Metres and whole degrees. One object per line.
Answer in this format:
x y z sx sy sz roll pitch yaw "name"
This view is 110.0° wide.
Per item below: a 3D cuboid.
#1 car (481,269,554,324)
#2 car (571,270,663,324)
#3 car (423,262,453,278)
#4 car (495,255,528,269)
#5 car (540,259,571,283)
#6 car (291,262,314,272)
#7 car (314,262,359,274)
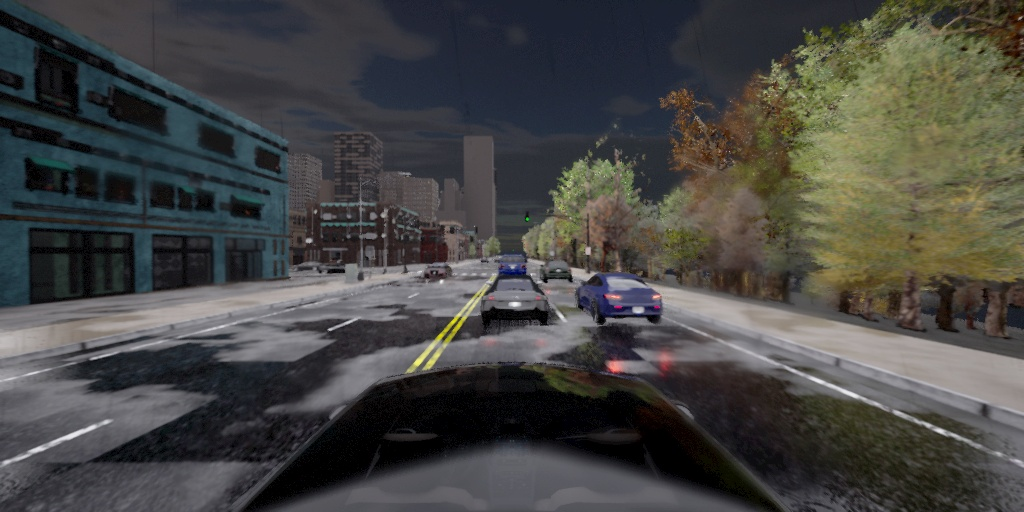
0.082 1.293 11.849 1.994 1.385 4.181 0 0 0 "car"
3.331 1.254 11.757 1.812 1.442 4.674 0 0 0 "car"
-6.563 1.255 32.261 1.994 1.385 4.181 0 0 0 "car"
0.053 0.916 28.660 2.150 2.045 5.566 0 0 0 "car"
3.304 1.048 27.660 2.097 1.767 4.553 0 0 0 "car"
-28.366 1.476 50.052 4.403 1.370 2.007 0 0 0 "car"
-20.018 1.494 41.555 4.313 1.339 1.948 0 0 0 "car"
